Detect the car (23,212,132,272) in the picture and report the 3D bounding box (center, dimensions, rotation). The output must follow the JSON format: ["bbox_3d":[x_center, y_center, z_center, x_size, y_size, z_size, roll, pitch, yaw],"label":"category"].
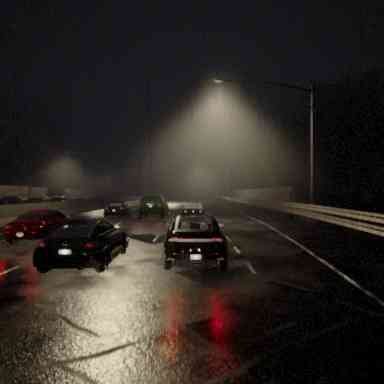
[{"bbox_3d":[-3.403,1.574,10.894,1.994,1.385,4.181,0,0,0],"label":"car"}]

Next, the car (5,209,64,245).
[{"bbox_3d":[-6.902,1.542,15.637,1.812,1.442,4.674,0,0,0],"label":"car"}]

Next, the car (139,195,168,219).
[{"bbox_3d":[-3.403,1.259,29.928,2.150,2.045,5.566,0,0,0],"label":"car"}]

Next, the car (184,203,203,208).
[{"bbox_3d":[0.096,1.637,29.330,1.895,1.301,4.718,0,0,0],"label":"car"}]

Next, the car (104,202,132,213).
[{"bbox_3d":[-6.905,1.605,31.428,1.994,1.385,4.181,0,0,0],"label":"car"}]

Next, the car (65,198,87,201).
[{"bbox_3d":[-17.560,1.632,52.263,2.033,1.411,5.357,0,0,1],"label":"car"}]

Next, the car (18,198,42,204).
[{"bbox_3d":[-24.559,1.610,51.741,1.812,1.442,4.674,0,0,0],"label":"car"}]

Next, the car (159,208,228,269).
[{"bbox_3d":[0.098,1.502,11.193,2.128,1.511,4.902,0,0,0],"label":"car"}]

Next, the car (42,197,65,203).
[{"bbox_3d":[-21.063,1.588,52.064,1.837,1.490,4.892,0,0,0],"label":"car"}]

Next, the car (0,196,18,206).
[{"bbox_3d":[-28.061,1.434,50.844,2.097,1.767,4.553,0,0,0],"label":"car"}]
